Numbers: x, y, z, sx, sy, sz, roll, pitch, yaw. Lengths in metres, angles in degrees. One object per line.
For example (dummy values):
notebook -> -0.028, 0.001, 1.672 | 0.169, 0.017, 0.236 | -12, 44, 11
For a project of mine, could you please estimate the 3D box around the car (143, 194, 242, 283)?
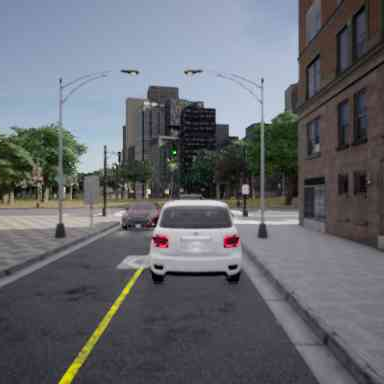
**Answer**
car -> 0.104, 1.218, 9.790 | 2.150, 2.045, 5.566 | 0, 0, 0

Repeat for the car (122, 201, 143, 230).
car -> -3.005, 1.339, 20.984 | 2.097, 1.767, 4.553 | 0, 0, 1

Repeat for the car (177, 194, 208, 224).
car -> -0.108, 1.198, 26.243 | 2.150, 2.045, 5.566 | 0, 0, -3
